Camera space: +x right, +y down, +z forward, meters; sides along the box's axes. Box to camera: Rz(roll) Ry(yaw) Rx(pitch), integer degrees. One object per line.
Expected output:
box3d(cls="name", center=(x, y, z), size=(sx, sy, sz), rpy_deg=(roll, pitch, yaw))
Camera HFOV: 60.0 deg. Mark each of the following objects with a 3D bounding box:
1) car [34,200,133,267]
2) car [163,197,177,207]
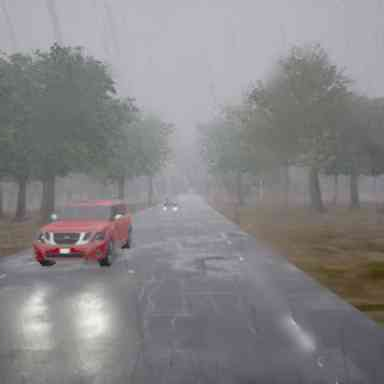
box3d(cls="car", center=(-3.598, 1.330, 12.174), size=(2.150, 2.045, 5.566), rpy_deg=(0, 0, 0))
box3d(cls="car", center=(-3.549, 1.624, 55.314), size=(2.097, 1.767, 4.553), rpy_deg=(0, 0, 0))
